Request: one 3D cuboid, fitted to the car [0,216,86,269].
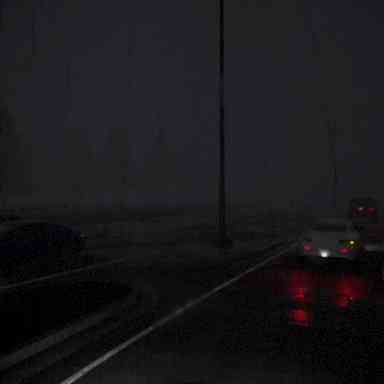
[{"bbox_3d":[-5.521,1.638,10.423,1.812,1.442,4.674,0,-1,32],"label":"car"}]

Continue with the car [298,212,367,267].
[{"bbox_3d":[5.075,1.631,11.936,1.812,1.442,4.674,0,-1,29],"label":"car"}]

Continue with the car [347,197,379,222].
[{"bbox_3d":[14.925,1.472,29.103,2.150,2.045,5.566,0,-1,30],"label":"car"}]

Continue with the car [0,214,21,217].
[{"bbox_3d":[-8.002,1.635,13.053,2.128,1.511,4.902,0,-1,32],"label":"car"}]
